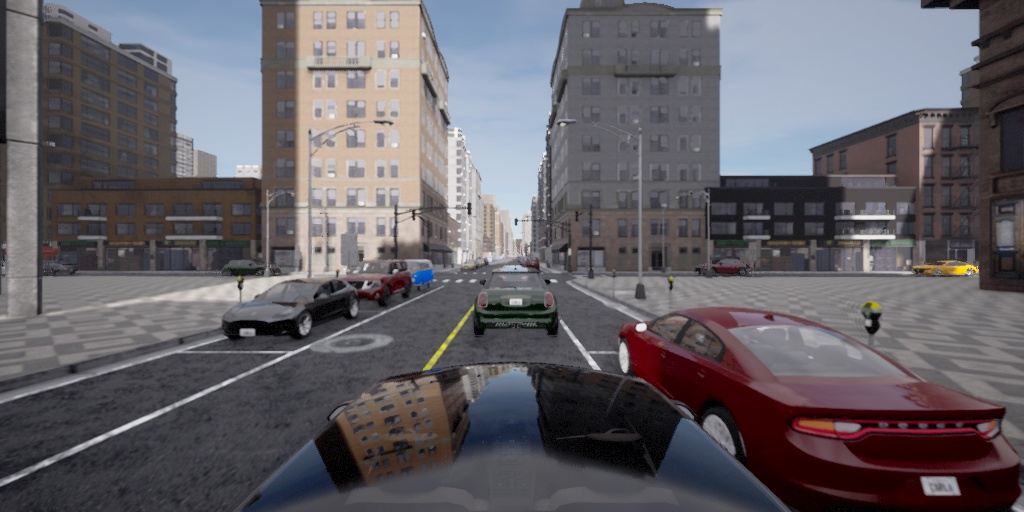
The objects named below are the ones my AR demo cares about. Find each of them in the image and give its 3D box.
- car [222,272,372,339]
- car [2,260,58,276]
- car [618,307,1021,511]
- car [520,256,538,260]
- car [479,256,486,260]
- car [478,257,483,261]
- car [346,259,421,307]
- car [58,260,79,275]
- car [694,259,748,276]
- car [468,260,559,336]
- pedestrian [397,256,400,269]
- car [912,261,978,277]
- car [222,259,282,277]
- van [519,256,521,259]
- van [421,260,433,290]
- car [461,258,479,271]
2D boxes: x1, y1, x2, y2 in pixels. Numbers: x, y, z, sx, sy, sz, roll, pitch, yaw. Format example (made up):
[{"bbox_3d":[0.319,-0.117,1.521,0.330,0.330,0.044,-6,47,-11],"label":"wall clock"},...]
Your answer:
[{"bbox_3d":[-5.860,1.319,10.124,1.948,1.339,4.313,0,0,0],"label":"car"},{"bbox_3d":[-46.328,1.236,33.686,4.674,1.442,1.812,0,0,1],"label":"car"},{"bbox_3d":[2.668,1.296,4.462,1.888,1.381,4.507,0,0,0],"label":"car"},{"bbox_3d":[2.655,1.020,48.399,2.192,1.841,5.009,0,0,0],"label":"car"},{"bbox_3d":[-5.873,1.205,59.564,1.751,1.417,4.829,0,0,0],"label":"car"},{"bbox_3d":[-5.872,1.259,54.079,1.948,1.339,4.313,0,0,0],"label":"car"},{"bbox_3d":[-5.861,1.070,15.765,2.192,1.841,5.009,0,0,0],"label":"car"},{"bbox_3d":[-47.563,1.199,36.810,4.902,1.511,2.128,0,0,1],"label":"car"},{"bbox_3d":[20.786,1.077,35.834,4.553,1.767,2.097,0,0,1],"label":"car"},{"bbox_3d":[0.095,1.105,10.598,2.097,1.767,4.553,0,0,0],"label":"car"},{"bbox_3d":[-12.562,0.860,39.370,0.375,1.860,0.375,0,0,1],"label":"pedestrian"},{"bbox_3d":[42.744,1.220,35.465,5.008,1.535,1.882,0,0,1],"label":"car"},{"bbox_3d":[-24.030,1.074,33.308,4.553,1.767,2.097,0,0,1],"label":"car"},{"bbox_3d":[2.650,1.007,65.369,1.690,1.789,3.998,0,0,0],"label":"van"},{"bbox_3d":[-5.863,1.096,21.406,1.690,1.789,3.998,0,0,0],"label":"van"},{"bbox_3d":[-5.871,1.231,48.254,1.751,1.417,4.829,0,0,0],"label":"car"}]
